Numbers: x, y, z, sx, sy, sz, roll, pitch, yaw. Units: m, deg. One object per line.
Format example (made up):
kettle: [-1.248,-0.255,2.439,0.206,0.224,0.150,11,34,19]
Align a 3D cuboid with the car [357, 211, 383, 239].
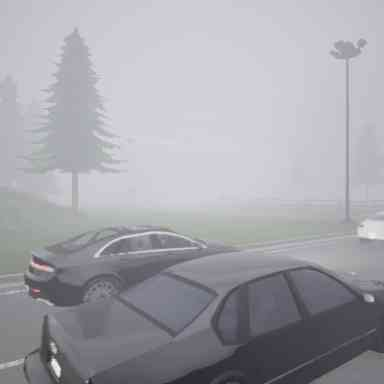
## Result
car: [8.997,1.525,14.472,4.674,1.442,1.812,0,0,-35]

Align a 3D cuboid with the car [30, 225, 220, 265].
car: [-0.973,1.493,7.350,4.902,1.511,2.128,0,0,-36]

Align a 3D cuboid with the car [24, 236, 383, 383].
car: [0.852,1.548,4.351,5.357,1.411,2.033,0,0,-36]
